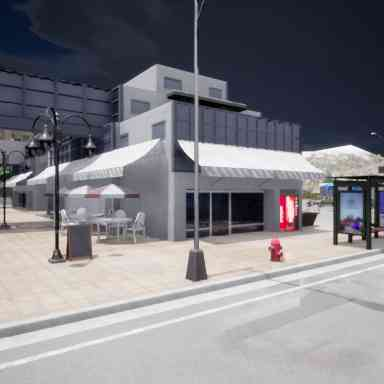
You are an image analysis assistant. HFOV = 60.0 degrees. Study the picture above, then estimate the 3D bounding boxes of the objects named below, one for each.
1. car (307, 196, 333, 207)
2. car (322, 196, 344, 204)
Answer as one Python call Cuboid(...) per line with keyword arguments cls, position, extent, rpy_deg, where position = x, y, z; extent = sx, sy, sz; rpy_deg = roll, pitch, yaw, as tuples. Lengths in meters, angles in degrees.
Cuboid(cls="car", position=(19.116, 1.345, 48.778), extent=(5.027, 1.636, 2.152), rpy_deg=(0, 0, -36))
Cuboid(cls="car", position=(28.397, 1.490, 66.892), extent=(4.514, 1.523, 2.007), rpy_deg=(0, 0, -36))
